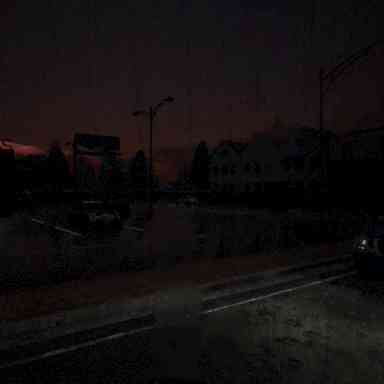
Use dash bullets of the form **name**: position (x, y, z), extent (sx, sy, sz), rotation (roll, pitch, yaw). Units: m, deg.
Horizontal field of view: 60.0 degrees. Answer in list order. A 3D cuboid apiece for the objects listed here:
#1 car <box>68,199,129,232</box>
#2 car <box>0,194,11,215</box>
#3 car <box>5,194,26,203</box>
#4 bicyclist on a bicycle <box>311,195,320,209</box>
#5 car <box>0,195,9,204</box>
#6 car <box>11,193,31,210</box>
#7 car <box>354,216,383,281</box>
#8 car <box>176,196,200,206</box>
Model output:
- **car**: position (-5.261, 1.248, 17.929), extent (1.970, 1.475, 3.806), rotation (0, 0, -36)
- **car**: position (-17.864, 1.113, 29.885), extent (1.932, 1.855, 4.605), rotation (0, 0, -36)
- **car**: position (-38.912, 1.328, 73.278), extent (3.866, 1.878, 1.905), rotation (0, 0, -36)
- **bicyclist on a bicycle**: position (13.719, 1.124, 36.870), extent (1.656, 1.620, 0.582), rotation (0, 0, -35)
- **car**: position (-39.139, 1.495, 66.149), extent (4.611, 1.667, 2.242), rotation (0, 0, -36)
- **car**: position (-19.776, 1.092, 38.195), extent (1.905, 1.878, 3.866), rotation (0, 0, -36)
- **car**: position (6.545, 1.221, 8.798), extent (5.566, 2.045, 2.150), rotation (0, 0, -37)
- **car**: position (-0.586, 1.349, 50.252), extent (1.812, 1.442, 4.674), rotation (0, 0, -35)
